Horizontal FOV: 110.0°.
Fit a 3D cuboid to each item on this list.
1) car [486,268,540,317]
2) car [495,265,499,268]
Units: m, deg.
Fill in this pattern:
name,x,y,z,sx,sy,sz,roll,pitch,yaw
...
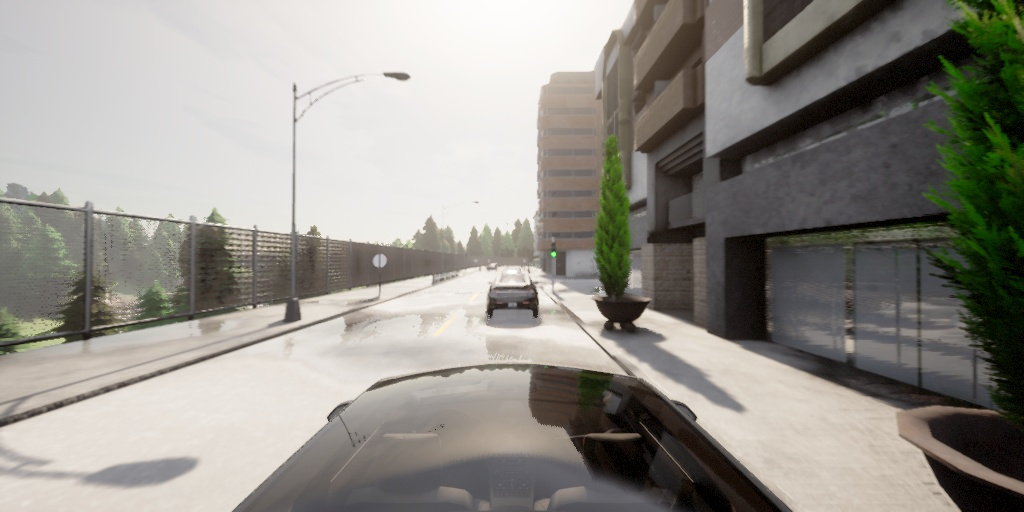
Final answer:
name,x,y,z,sx,sy,sz,roll,pitch,yaw
car,0.040,1.406,14.045,2.128,1.511,4.902,0,-1,1
car,0.028,1.636,26.963,2.033,1.411,5.357,0,-1,1
